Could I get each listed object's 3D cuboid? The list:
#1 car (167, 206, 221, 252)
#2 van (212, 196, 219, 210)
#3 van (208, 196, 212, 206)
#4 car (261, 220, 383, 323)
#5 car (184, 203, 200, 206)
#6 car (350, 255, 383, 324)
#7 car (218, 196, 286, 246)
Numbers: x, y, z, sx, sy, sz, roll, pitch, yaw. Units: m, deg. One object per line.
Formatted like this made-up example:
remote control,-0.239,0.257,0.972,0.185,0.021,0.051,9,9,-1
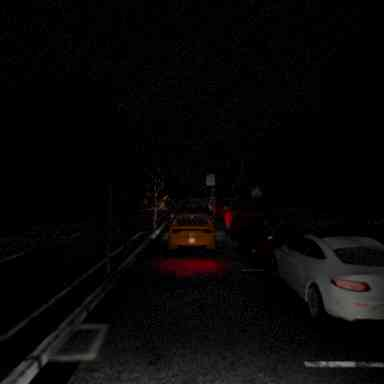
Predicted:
car,0.006,1.609,14.497,1.882,1.535,5.008,0,0,0
van,3.048,1.499,29.490,1.878,1.987,4.442,0,0,0
van,3.049,1.535,35.036,1.878,1.987,4.442,0,0,0
car,3.051,1.588,7.183,2.002,1.452,4.674,0,-1,0
car,0.004,1.751,29.337,1.837,1.490,4.892,0,0,0
car,3.050,1.527,1.668,2.163,1.488,4.792,0,-1,0
car,3.050,1.390,18.309,2.435,2.045,5.566,0,0,0
